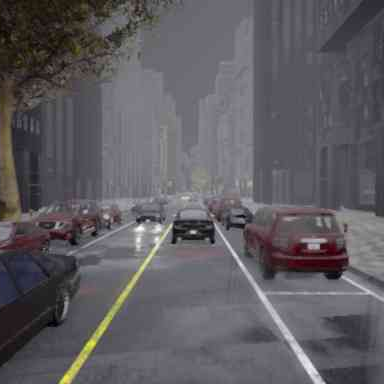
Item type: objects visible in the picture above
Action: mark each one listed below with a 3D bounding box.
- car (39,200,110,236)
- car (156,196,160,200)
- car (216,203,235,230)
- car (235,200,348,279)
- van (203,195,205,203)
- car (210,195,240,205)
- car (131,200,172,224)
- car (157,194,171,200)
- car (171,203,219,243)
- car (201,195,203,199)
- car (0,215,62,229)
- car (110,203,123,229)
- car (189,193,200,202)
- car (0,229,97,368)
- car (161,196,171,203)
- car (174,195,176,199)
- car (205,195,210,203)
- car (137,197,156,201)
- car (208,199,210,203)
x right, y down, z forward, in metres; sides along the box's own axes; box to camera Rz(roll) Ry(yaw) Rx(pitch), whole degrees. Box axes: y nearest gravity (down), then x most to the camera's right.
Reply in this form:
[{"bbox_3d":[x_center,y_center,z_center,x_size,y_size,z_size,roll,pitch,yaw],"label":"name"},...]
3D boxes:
[{"bbox_3d":[-5.704,1.314,15.538,2.192,1.841,5.009,0,0,0],"label":"car"},{"bbox_3d":[-5.585,1.556,42.933,1.752,1.417,4.829,0,0,0],"label":"car"},{"bbox_3d":[2.845,1.595,21.020,1.947,1.339,4.313,0,0,0],"label":"car"},{"bbox_3d":[2.797,1.333,9.996,2.192,1.841,5.009,0,0,0],"label":"car"},{"bbox_3d":[2.965,1.403,48.584,1.690,1.788,3.998,0,0,0],"label":"van"},{"bbox_3d":[2.869,1.351,26.533,2.192,1.841,5.009,0,0,0],"label":"car"},{"bbox_3d":[-2.932,1.565,25.015,2.033,1.411,5.357,0,0,1],"label":"car"},{"bbox_3d":[-5.512,1.366,59.643,2.192,1.841,5.009,0,0,0],"label":"car"},{"bbox_3d":[0.064,1.495,16.113,1.882,1.535,5.008,0,0,0],"label":"car"},{"bbox_3d":[3.013,1.642,59.609,1.947,1.339,4.313,0,0,0],"label":"car"},{"bbox_3d":[-5.728,1.575,10.025,1.802,1.307,4.206,0,0,0],"label":"car"},{"bbox_3d":[-5.680,1.445,21.051,1.967,1.590,4.097,0,0,0],"label":"car"},{"bbox_3d":[0.305,1.482,71.908,1.994,1.385,4.181,0,0,0],"label":"car"},{"bbox_3d":[-3.089,1.543,4.321,2.033,1.411,5.357,0,0,0],"label":"car"},{"bbox_3d":[-5.465,1.590,70.499,1.752,1.417,4.829,0,0,0],"label":"car"},{"bbox_3d":[-5.441,1.623,76.181,2.008,1.369,4.403,0,0,0],"label":"car"},{"bbox_3d":[2.917,1.364,37.559,2.192,1.841,5.009,0,0,0],"label":"car"},{"bbox_3d":[-5.608,1.464,37.590,1.967,1.590,4.097,0,0,0],"label":"car"},{"bbox_3d":[2.893,1.587,32.046,1.887,1.381,4.507,0,0,0],"label":"car"}]
